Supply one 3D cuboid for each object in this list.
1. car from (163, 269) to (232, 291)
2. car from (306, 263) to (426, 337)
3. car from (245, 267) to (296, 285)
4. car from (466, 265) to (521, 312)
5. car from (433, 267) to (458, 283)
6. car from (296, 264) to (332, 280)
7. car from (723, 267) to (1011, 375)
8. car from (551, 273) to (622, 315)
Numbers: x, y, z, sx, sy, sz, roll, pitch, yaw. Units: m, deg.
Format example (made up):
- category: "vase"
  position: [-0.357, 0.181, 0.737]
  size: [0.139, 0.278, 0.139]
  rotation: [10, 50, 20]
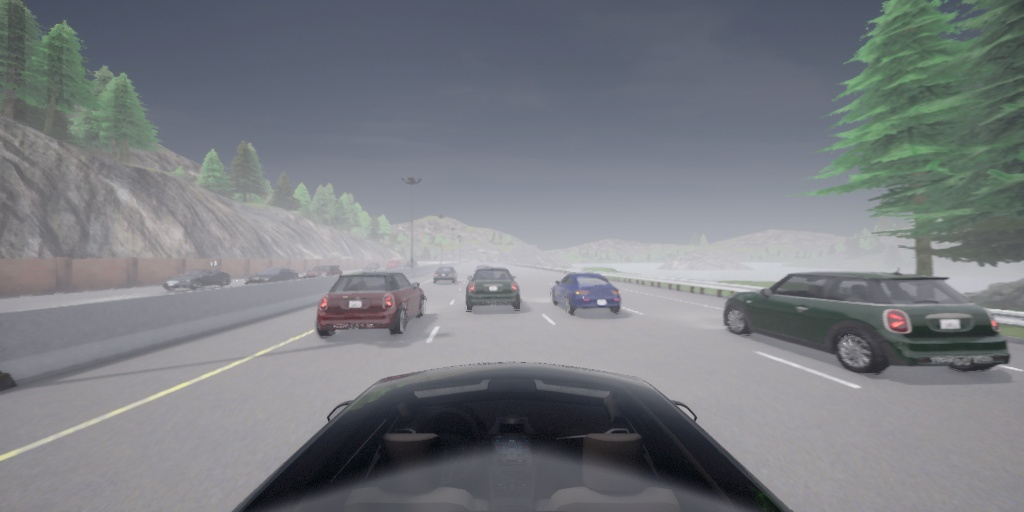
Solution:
- category: "car"
  position: [-23.151, 1.720, 26.592]
  size: [2.128, 1.511, 4.902]
  rotation: [-1, -1, -5]
- category: "car"
  position: [-4.018, 1.234, 10.991]
  size: [2.097, 1.767, 4.553]
  rotation: [-1, -1, -4]
- category: "car"
  position: [-19.987, 1.779, 30.295]
  size: [2.033, 1.411, 5.357]
  rotation: [-1, -1, -5]
- category: "car"
  position: [-0.861, 1.245, 15.371]
  size: [2.097, 1.767, 4.553]
  rotation: [-1, -1, -5]
- category: "car"
  position: [-5.899, 1.656, 32.125]
  size: [2.033, 1.411, 5.357]
  rotation: [-1, -1, -5]
- category: "car"
  position: [-16.593, 1.562, 31.588]
  size: [2.097, 1.767, 4.553]
  rotation: [-1, 0, -5]
- category: "car"
  position: [6.691, 1.094, 7.666]
  size: [2.097, 1.767, 4.553]
  rotation: [-1, -1, -2]
- category: "car"
  position: [2.770, 1.369, 14.049]
  size: [1.812, 1.442, 4.674]
  rotation: [0, -1, -4]
